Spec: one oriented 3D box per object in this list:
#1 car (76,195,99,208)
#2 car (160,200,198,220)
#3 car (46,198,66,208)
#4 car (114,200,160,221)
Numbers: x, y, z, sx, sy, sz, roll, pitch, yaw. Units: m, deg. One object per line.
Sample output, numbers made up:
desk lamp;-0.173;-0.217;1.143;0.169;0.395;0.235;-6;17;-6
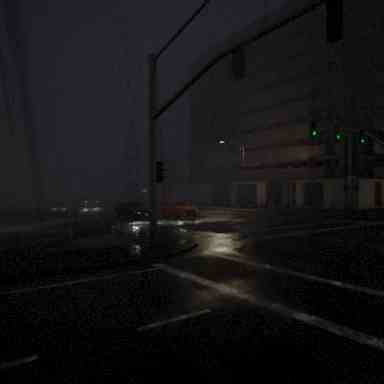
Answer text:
car;-15.034;1.308;47.777;2.097;1.767;4.553;0;0;-35
car;-1.445;1.435;28.528;1.882;1.535;5.008;0;0;-35
car;-20.080;1.527;48.900;2.033;1.411;5.357;0;0;-35
car;-4.860;1.485;27.297;1.837;1.490;4.892;0;0;-35
